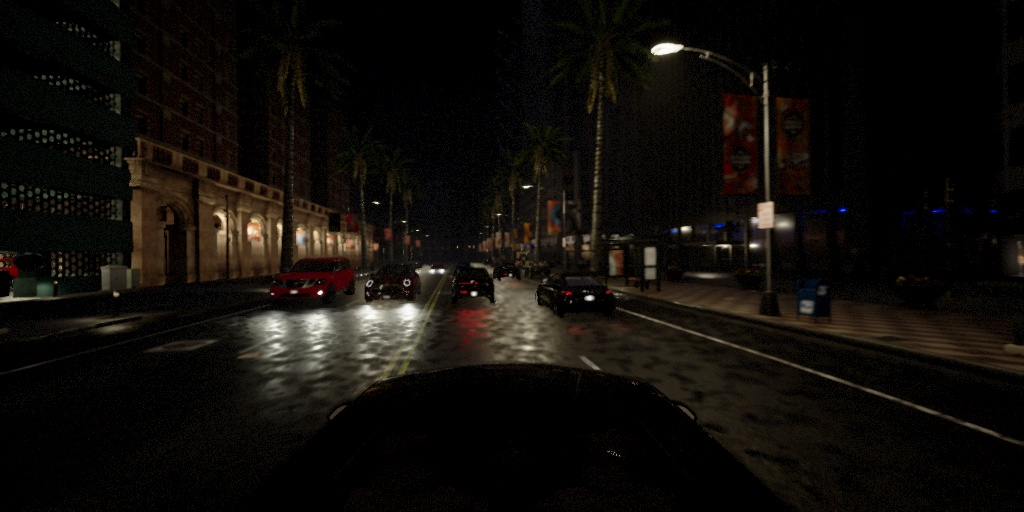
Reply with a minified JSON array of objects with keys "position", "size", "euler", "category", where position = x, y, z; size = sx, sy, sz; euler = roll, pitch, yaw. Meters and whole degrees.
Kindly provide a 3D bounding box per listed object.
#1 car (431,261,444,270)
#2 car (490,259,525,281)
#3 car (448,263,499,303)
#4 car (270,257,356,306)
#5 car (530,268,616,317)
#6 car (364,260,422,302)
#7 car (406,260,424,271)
[{"position":[-11.996,1.519,58.042],"size":[1.895,1.301,4.718],"euler":[-1,0,-8],"category":"car"},{"position":[-0.488,1.269,30.789],"size":[1.837,1.490,4.892],"euler":[-1,0,-9],"category":"car"},{"position":[-1.892,1.283,16.924],"size":[1.837,1.490,4.892],"euler":[-1,0,-8],"category":"car"},{"position":[-9.174,1.092,17.128],"size":[2.150,2.045,5.566],"euler":[-1,0,-9],"category":"car"},{"position":[2.160,1.290,13.190],"size":[1.994,1.385,4.181],"euler":[-1,0,-8],"category":"car"},{"position":[-5.697,1.179,17.550],"size":[2.097,1.767,4.553],"euler":[-1,0,-9],"category":"car"},{"position":[-15.395,1.453,57.128],"size":[2.128,1.511,4.902],"euler":[-1,0,-8],"category":"car"}]
